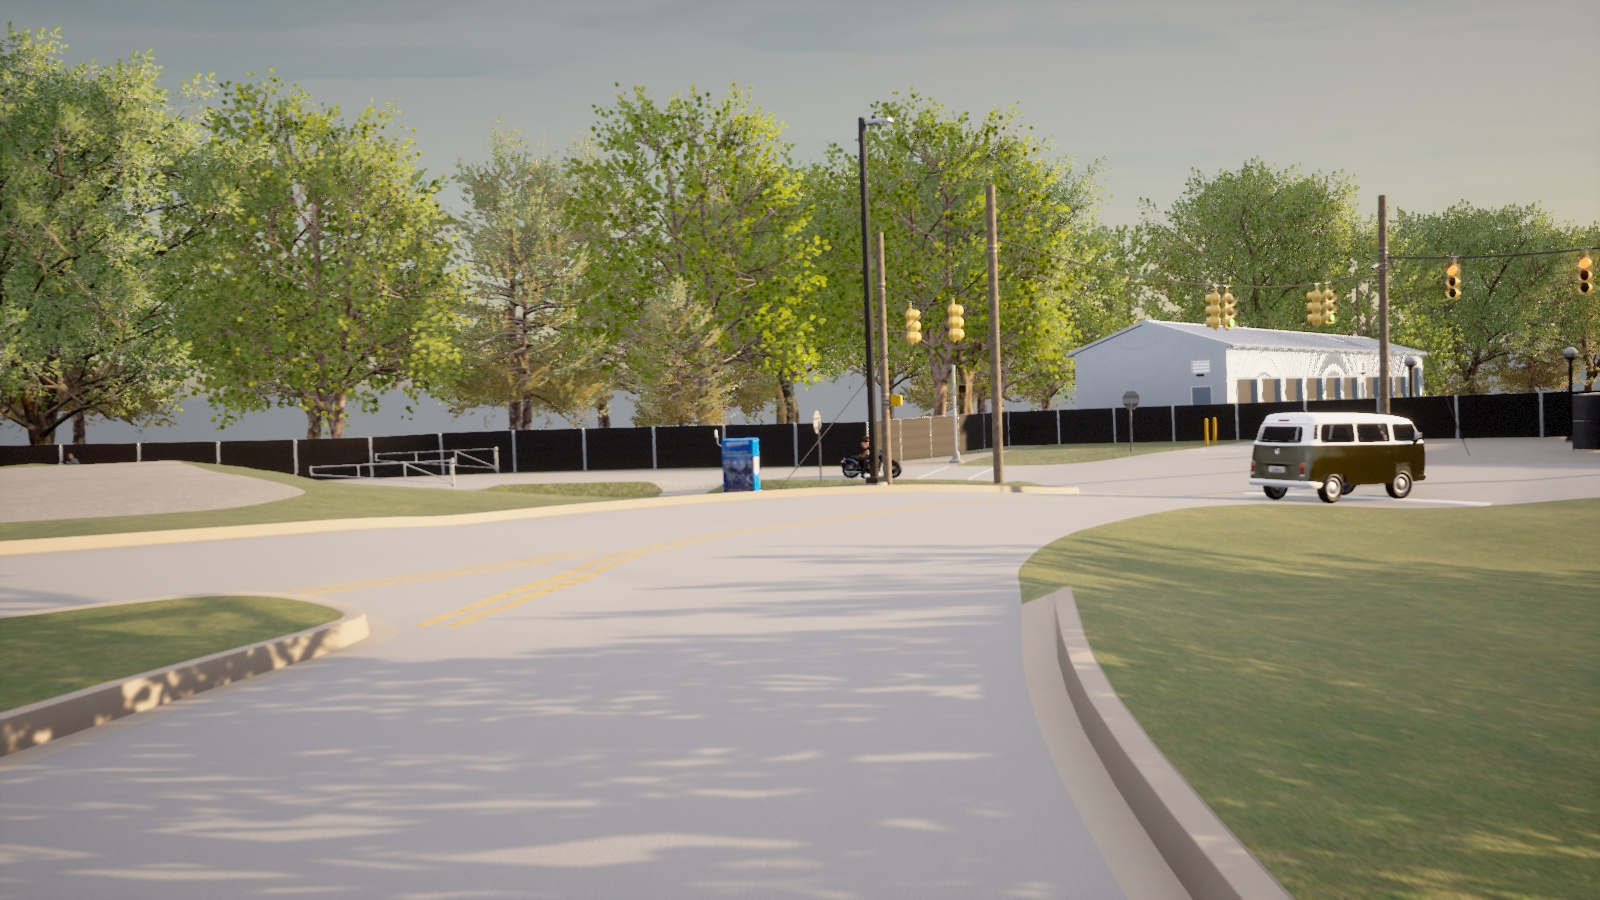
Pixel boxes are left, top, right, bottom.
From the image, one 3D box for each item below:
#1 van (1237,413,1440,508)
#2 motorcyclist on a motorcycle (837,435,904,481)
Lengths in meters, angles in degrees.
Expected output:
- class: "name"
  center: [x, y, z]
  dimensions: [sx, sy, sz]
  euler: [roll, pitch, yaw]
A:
- class: "van"
  center: [12.584, 0.161, 29.309]
  dimensions: [4.480, 2.038, 2.069]
  euler: [-1, 2, -30]
- class: "motorcyclist on a motorcycle"
  center: [2.644, 0.291, 46.901]
  dimensions: [2.350, 1.649, 0.766]
  euler: [0, 4, 19]
